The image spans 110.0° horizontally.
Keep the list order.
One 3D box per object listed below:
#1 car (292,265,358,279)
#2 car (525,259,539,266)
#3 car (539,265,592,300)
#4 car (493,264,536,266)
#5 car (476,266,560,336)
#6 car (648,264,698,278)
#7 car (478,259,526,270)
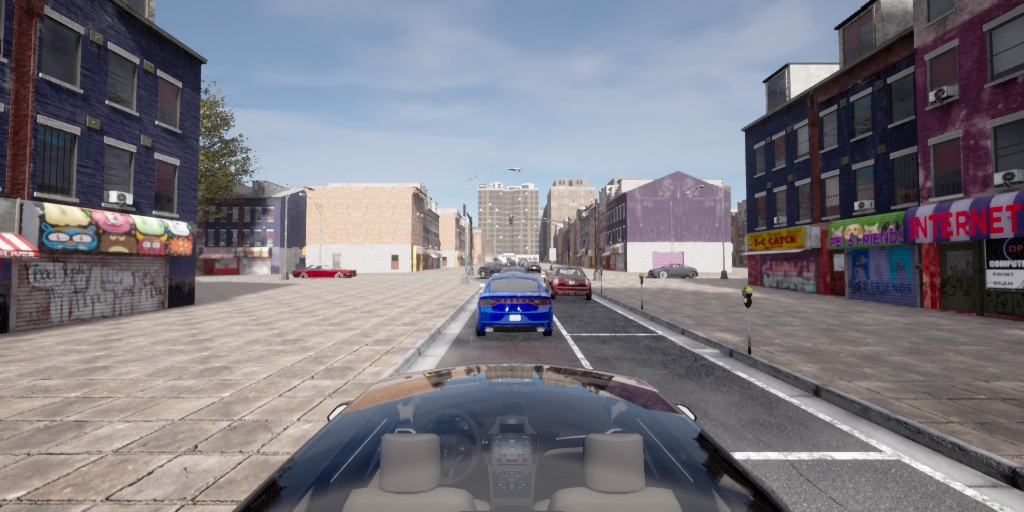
[{"bbox_3d":[-15.489,1.389,29.891,4.718,1.301,1.895,0,-2,0],"label":"car"},{"bbox_3d":[2.634,1.420,44.566,1.948,1.339,4.313,0,0,0],"label":"car"},{"bbox_3d":[2.635,1.206,17.822,1.967,1.591,4.097,0,0,0],"label":"car"},{"bbox_3d":[0.098,1.292,18.022,1.812,1.442,4.674,0,0,0],"label":"car"},{"bbox_3d":[0.039,1.233,10.491,1.882,1.535,5.008,0,0,-1],"label":"car"},{"bbox_3d":[14.605,1.379,32.653,4.181,1.385,1.994,0,-2,0],"label":"car"},{"bbox_3d":[-1.102,1.346,33.681,1.837,1.490,4.892,3,2,38],"label":"car"}]
